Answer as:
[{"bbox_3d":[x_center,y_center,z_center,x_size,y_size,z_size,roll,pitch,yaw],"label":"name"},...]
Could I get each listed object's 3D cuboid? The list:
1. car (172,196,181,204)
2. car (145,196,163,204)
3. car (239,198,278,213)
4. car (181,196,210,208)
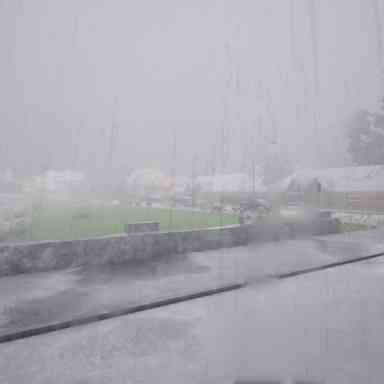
[{"bbox_3d":[-1.653,1.478,57.635,1.882,1.535,5.008,0,0,-35],"label":"car"},{"bbox_3d":[-7.579,1.478,65.868,1.882,1.535,5.008,0,0,-35],"label":"car"},{"bbox_3d":[7.466,1.505,37.703,1.837,1.490,4.892,0,0,-35],"label":"car"},{"bbox_3d":[0.756,1.564,47.128,1.994,1.385,4.181,0,0,-36],"label":"car"}]
